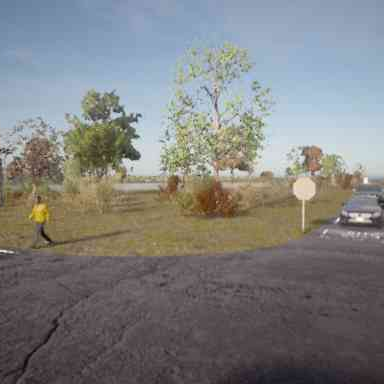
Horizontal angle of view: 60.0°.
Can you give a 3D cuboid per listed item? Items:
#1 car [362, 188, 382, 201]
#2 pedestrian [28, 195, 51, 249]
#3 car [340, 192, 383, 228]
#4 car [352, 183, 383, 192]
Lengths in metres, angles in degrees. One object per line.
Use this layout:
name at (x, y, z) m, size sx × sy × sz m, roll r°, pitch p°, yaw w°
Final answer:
car at (22.273, 0.224, 41.167) m, size 1.994 × 1.385 × 4.181 m, roll 1°, pitch 2°, yaw 30°
pedestrian at (-5.191, 0.986, 11.310) m, size 0.375 × 1.860 × 0.375 m, roll 1°, pitch 4°, yaw 30°
car at (8.917, 0.942, 17.431) m, size 1.812 × 1.442 × 4.674 m, roll 1°, pitch 2°, yaw 29°
car at (14.885, 0.291, 28.072) m, size 2.150 × 2.045 × 5.566 m, roll 1°, pitch 3°, yaw 29°
